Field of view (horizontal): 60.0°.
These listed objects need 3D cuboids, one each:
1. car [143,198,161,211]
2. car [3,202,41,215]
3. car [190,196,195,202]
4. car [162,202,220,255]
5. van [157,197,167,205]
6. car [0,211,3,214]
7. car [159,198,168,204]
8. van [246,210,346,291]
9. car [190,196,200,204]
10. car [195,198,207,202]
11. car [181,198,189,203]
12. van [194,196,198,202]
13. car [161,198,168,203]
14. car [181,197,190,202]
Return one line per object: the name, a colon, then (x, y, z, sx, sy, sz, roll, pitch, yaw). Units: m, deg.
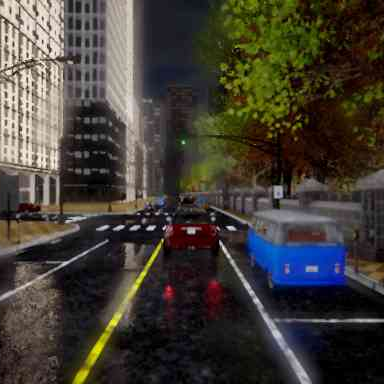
car: (-5.848, 1.973, 46.574, 2.008, 1.369, 4.403, 0, -1, -1)
car: (-18.233, 1.707, 35.313, 4.206, 1.307, 1.802, 1, -1, 3)
car: (1.163, 2.189, 74.831, 1.752, 1.417, 4.829, 0, 0, -2)
car: (-0.037, 1.482, 14.113, 2.097, 1.767, 4.553, 0, -1, 0)
van: (-6.645, 1.954, 68.746, 1.690, 1.788, 3.998, 0, 0, -2)
car: (-18.256, 1.654, 27.200, 4.206, 1.307, 1.802, 1, -1, 3)
car: (-7.301, 2.296, 85.373, 1.887, 1.381, 4.507, 0, 0, -2)
van: (2.551, 1.425, 8.954, 1.690, 1.788, 3.998, 0, -1, 0)
car: (0.715, 2.069, 85.751, 2.192, 1.841, 5.009, 0, 0, -3)
car: (1.882, 2.000, 52.666, 1.752, 1.417, 4.829, 0, 0, -2)
car: (-1.926, 2.195, 87.426, 1.895, 1.301, 4.718, 0, 0, -3)
van: (1.730, 1.862, 58.040, 1.690, 1.788, 3.998, 0, 0, -2)
car: (-7.554, 2.378, 90.917, 1.802, 1.307, 4.206, 0, 0, -3)
car: (-1.438, 2.144, 75.726, 1.837, 1.490, 4.892, 0, 0, -2)
